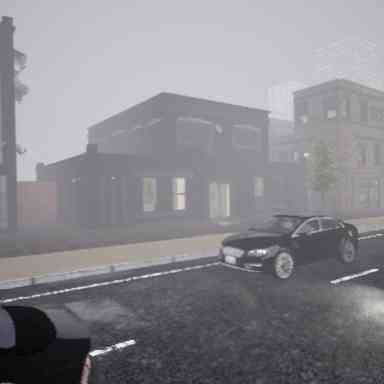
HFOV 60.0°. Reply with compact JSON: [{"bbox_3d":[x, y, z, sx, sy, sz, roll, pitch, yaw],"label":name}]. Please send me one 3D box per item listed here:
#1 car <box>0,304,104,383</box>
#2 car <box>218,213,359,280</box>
[{"bbox_3d":[-2.904,1.510,1.594,4.902,1.511,2.128,-1,0,-35],"label":"car"},{"bbox_3d":[2.963,1.403,9.747,4.902,1.511,2.128,-1,0,-35],"label":"car"}]
